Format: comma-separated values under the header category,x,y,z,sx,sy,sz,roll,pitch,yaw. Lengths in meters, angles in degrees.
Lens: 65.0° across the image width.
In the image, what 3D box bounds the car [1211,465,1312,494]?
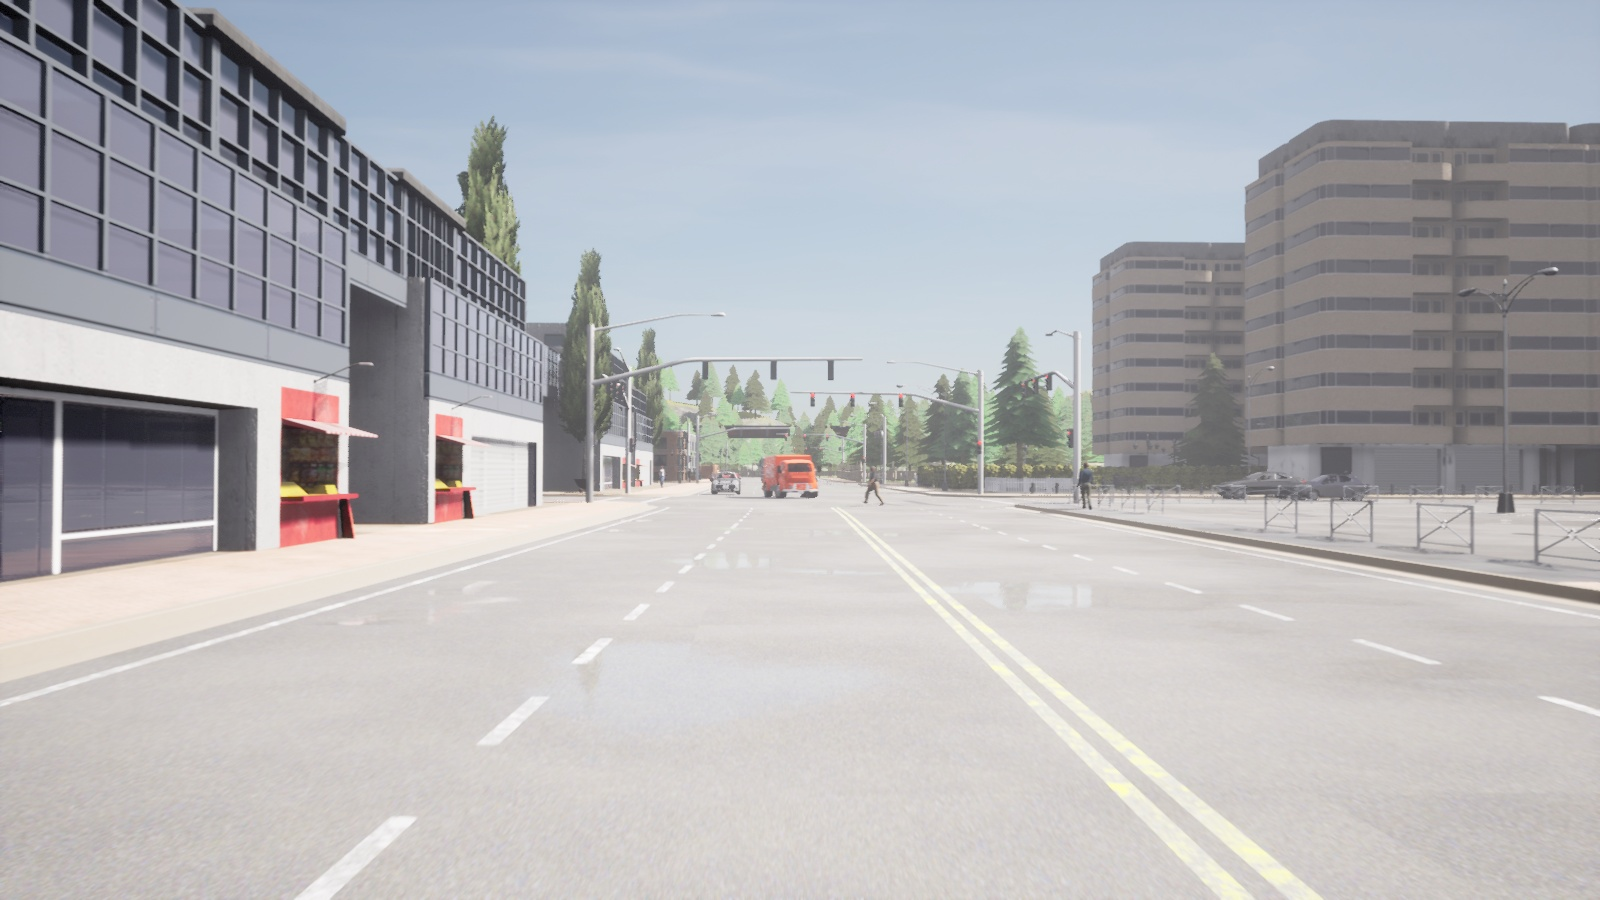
category,x,y,z,sx,sy,sz,roll,pitch,yaw
car,26.770,1.708,72.973,5.027,1.651,2.152,0,-1,-2

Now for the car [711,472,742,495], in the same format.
category,x,y,z,sx,sy,sz,roll,pitch,yaw
car,-4.805,2.181,82.539,1.970,1.475,3.806,0,-1,-2

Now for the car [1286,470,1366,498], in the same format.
category,x,y,z,sx,sy,sz,roll,pitch,yaw
car,29.102,1.876,69.542,3.633,1.501,1.845,0,-1,-2

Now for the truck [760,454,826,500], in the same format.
category,x,y,z,sx,sy,sz,roll,pitch,yaw
truck,-0.478,1.535,72.056,2.627,2.467,5.204,-1,-1,-13

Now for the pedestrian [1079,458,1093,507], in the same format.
category,x,y,z,sx,sy,sz,roll,pitch,yaw
pedestrian,10.791,1.224,47.440,0.370,1.835,0.726,0,-1,1

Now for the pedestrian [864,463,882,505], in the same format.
category,x,y,z,sx,sy,sz,roll,pitch,yaw
pedestrian,3.228,1.515,55.663,0.694,1.848,0.540,0,-1,-8
